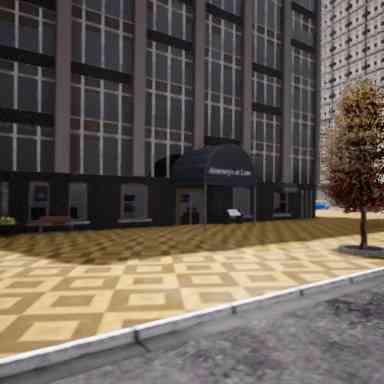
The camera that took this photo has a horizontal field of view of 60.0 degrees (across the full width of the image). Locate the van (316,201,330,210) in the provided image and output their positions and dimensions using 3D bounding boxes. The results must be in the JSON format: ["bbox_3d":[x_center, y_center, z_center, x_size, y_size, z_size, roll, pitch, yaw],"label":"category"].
[{"bbox_3d":[24.339,2.582,63.244,1.690,1.788,3.998,0,-1,-22],"label":"van"}]
